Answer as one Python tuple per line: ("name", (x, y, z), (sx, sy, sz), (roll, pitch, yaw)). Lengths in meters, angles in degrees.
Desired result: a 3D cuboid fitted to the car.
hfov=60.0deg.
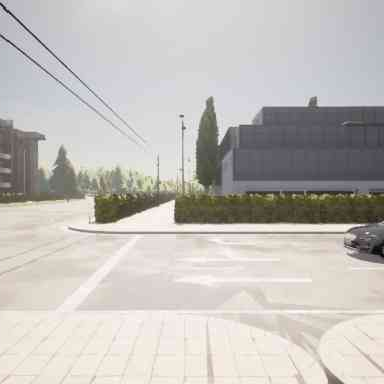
("car", (7.911, 1.491, 11.602), (4.902, 1.511, 2.128), (0, 0, 0))
